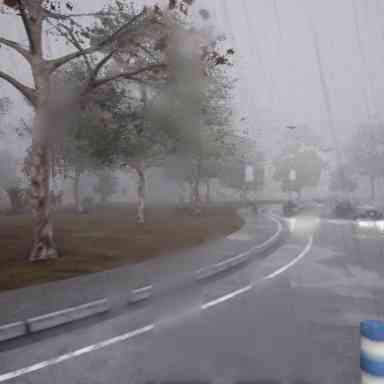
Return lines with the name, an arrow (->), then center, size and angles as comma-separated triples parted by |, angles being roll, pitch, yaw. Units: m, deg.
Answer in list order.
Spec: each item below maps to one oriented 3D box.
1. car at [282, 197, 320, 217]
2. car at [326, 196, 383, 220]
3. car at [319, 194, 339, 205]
car -> 8.818, 1.299, 27.681 | 1.994, 1.385, 4.181 | -1, 1, 4
car -> 12.132, 1.283, 24.672 | 1.994, 1.385, 4.181 | -1, 1, -4
car -> 18.795, 0.932, 45.825 | 5.357, 1.411, 2.033 | -1, 1, -31
